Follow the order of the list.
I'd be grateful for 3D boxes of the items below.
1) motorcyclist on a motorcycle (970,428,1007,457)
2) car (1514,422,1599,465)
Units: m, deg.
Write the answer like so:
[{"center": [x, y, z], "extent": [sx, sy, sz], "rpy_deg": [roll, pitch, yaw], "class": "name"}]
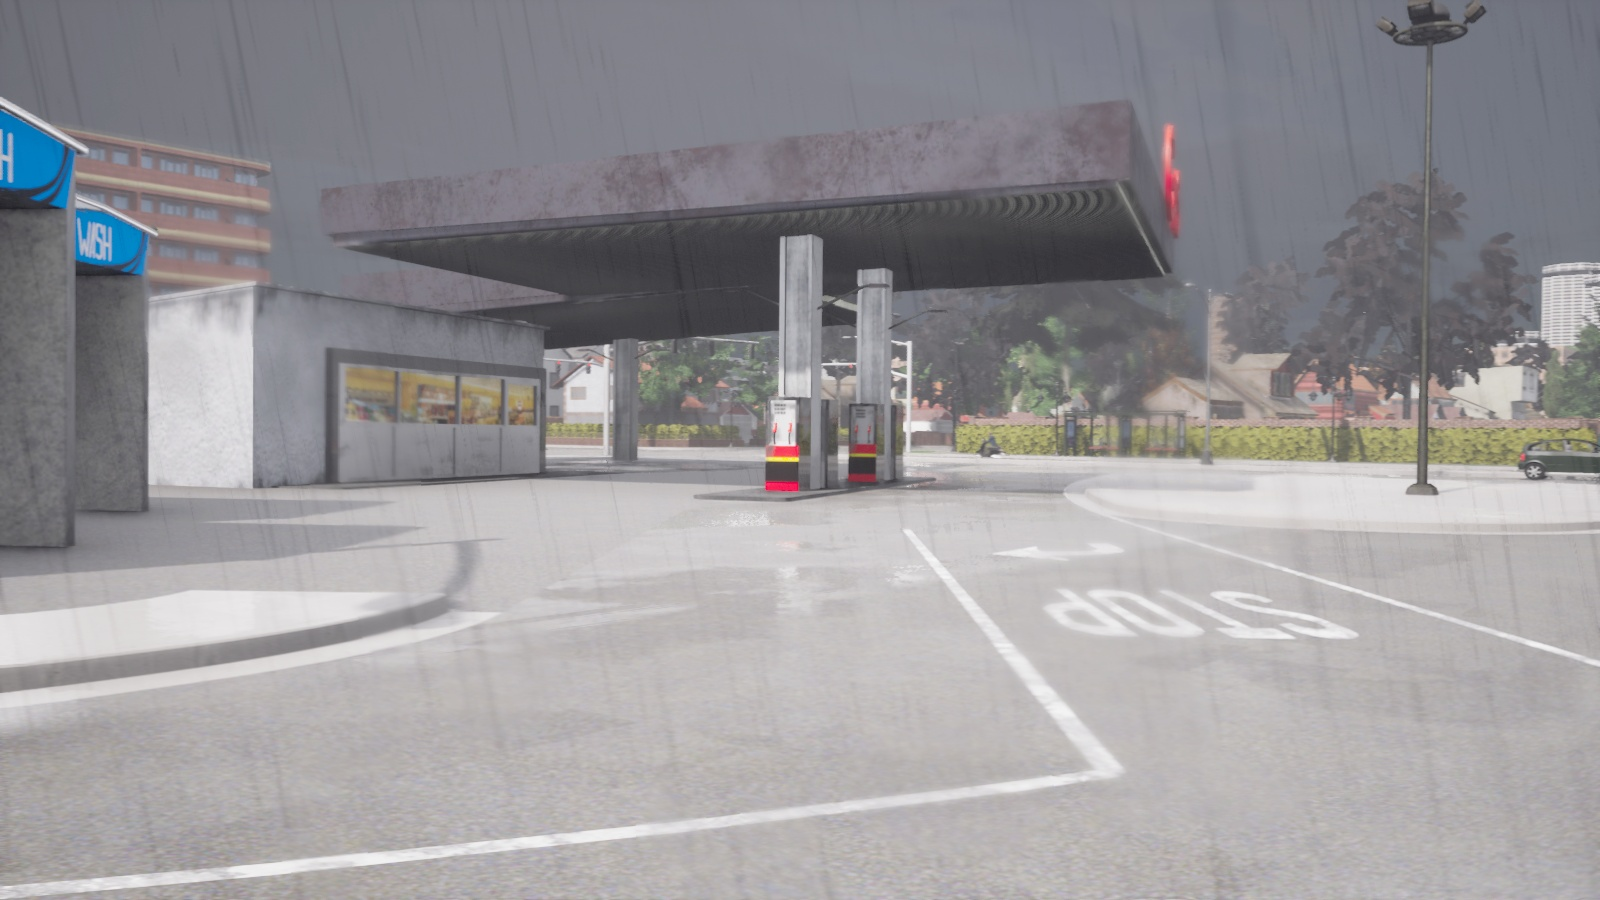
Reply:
[{"center": [10.568, -0.429, 70.473], "extent": [1.817, 1.590, 0.866], "rpy_deg": [0, 1, 38], "class": "motorcyclist on a motorcycle"}, {"center": [28.571, -0.242, 46.257], "extent": [3.705, 1.549, 1.789], "rpy_deg": [0, 1, 38], "class": "car"}]
